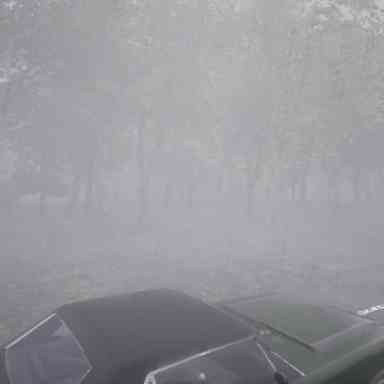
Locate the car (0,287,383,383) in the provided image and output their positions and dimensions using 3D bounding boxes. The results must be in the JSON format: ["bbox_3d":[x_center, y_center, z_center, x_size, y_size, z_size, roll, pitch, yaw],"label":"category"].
[{"bbox_3d":[-0.044,1.606,2.917,4.718,1.301,1.895,0,0,-33],"label":"car"}]
